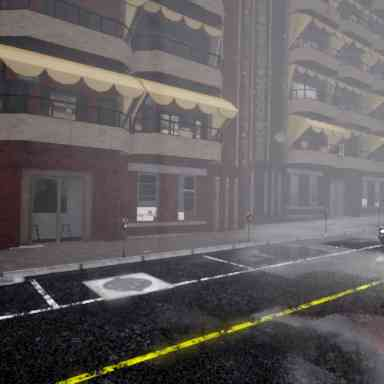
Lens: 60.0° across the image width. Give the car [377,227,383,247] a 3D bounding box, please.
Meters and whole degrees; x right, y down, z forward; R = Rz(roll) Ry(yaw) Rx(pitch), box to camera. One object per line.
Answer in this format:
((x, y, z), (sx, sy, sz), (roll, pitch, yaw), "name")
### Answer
((6.379, 1.497, 7.712), (4.902, 1.511, 2.128), (0, 0, -35), "car")
